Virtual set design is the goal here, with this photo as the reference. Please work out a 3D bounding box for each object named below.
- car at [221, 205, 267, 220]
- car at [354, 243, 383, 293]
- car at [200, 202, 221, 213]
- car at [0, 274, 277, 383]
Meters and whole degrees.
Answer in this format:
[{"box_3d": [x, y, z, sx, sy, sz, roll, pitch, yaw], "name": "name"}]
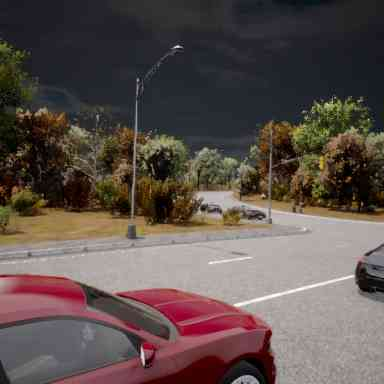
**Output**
[{"box_3d": [5.749, 2.175, 36.024, 2.033, 1.411, 5.357, 3, -1, -26], "name": "car"}, {"box_3d": [5.734, 1.664, 7.893, 4.181, 1.385, 1.994, 1, -1, -35], "name": "car"}, {"box_3d": [2.508, 2.079, 44.727, 1.994, 1.385, 4.181, 3, 0, -19], "name": "car"}, {"box_3d": [-1.413, 1.479, 2.737, 5.008, 1.535, 1.882, 0, 0, -36], "name": "car"}]
